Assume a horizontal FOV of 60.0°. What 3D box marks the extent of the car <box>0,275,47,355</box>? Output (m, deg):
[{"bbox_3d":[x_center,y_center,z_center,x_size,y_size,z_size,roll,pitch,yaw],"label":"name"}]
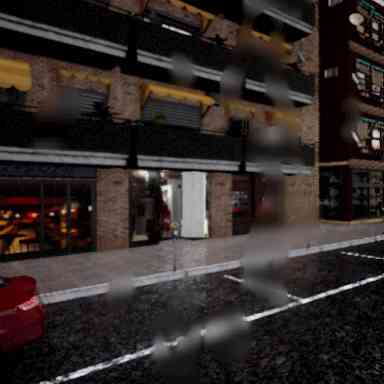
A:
[{"bbox_3d":[-3.931,1.591,3.752,4.206,1.307,1.802,-1,1,-36],"label":"car"}]
